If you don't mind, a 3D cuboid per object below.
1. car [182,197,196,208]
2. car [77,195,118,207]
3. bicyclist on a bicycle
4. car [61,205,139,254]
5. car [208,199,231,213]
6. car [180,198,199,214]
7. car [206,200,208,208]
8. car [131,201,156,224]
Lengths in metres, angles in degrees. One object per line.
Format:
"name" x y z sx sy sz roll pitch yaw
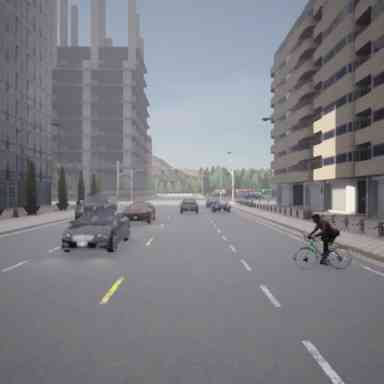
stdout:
"car" -0.458 1.542 48.150 2.033 1.411 5.357 0 0 -1
"car" -7.290 1.224 26.010 2.150 2.045 5.566 0 0 0
"bicyclist on a bicycle" 3.724 1.443 9.500 1.656 1.620 0.582 -1 0 -1
"car" -3.736 1.491 13.678 2.128 1.511 4.902 0 0 -1
"car" 3.159 1.597 37.361 1.895 1.301 4.718 0 0 0
"car" -0.289 1.488 35.598 2.128 1.511 4.902 0 0 -1
"car" 2.980 1.595 48.051 1.895 1.301 4.718 0 0 -1
"car" -3.854 1.475 25.012 1.882 1.535 5.008 0 0 -1
